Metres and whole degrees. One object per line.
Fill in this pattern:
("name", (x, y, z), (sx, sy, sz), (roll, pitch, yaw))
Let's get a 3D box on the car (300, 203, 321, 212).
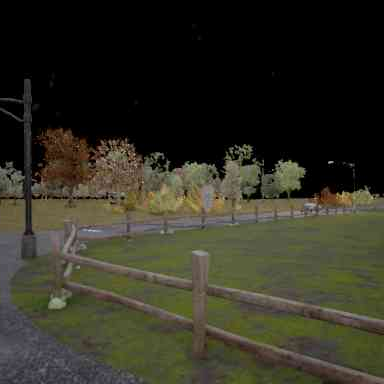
("car", (18.926, 2.465, 52.937), (2.033, 1.411, 5.357), (-1, -2, 40))
